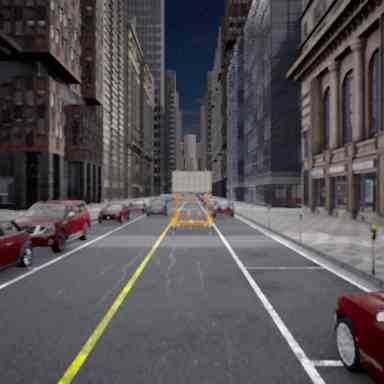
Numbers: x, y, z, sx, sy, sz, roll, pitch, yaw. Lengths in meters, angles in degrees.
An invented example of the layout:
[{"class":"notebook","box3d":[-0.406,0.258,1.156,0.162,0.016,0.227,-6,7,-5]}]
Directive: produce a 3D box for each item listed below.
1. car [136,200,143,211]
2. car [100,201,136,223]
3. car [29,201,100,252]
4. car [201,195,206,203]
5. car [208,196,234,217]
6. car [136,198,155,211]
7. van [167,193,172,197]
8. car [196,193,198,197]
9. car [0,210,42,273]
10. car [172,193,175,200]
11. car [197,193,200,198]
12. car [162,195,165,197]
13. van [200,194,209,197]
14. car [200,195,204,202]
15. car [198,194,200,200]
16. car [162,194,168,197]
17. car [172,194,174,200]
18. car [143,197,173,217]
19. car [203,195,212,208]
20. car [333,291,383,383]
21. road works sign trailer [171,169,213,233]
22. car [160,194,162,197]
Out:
[{"class":"car","box3d":[-5.776,1.573,36.361,1.802,1.307,4.206,0,0,0]},{"class":"car","box3d":[-5.771,1.538,25.158,1.887,1.381,4.507,0,0,0]},{"class":"car","box3d":[-5.765,1.311,13.954,2.192,1.841,5.009,0,0,0]},{"class":"car","box3d":[2.745,1.534,47.577,1.887,1.381,4.507,0,0,0]},{"class":"car","box3d":[2.753,1.432,30.770,1.967,1.590,4.097,0,0,0]},{"class":"car","box3d":[-5.778,1.515,41.793,1.752,1.417,4.829,0,0,0]},{"class":"van","box3d":[-5.789,1.327,69.973,1.690,1.788,3.998,0,0,0]},{"class":"car","box3d":[2.726,1.528,92.394,1.887,1.381,4.507,0,0,0]},{"class":"car","box3d":[-5.763,1.438,8.352,1.967,1.590,4.097,0,0,0]},{"class":"car","box3d":[-5.794,1.425,81.176,1.967,1.590,4.097,0,0,0]},{"class":"car","box3d":[2.733,1.425,75.588,1.967,1.590,4.097,0,0,0]},{"class":"car","box3d":[-5.783,1.533,53.166,1.887,1.381,4.507,0,0,0]},{"class":"van","box3d":[2.741,1.328,58.781,1.690,1.788,3.998,0,0,0]},{"class":"car","box3d":[2.743,1.533,53.179,1.887,1.381,4.507,0,0,0]},{"class":"car","box3d":[2.735,1.530,69.986,1.887,1.381,4.507,0,0,0]},{"class":"car","box3d":[-5.785,1.532,58.769,1.887,1.381,4.507,0,0,0]},{"class":"car","box3d":[-5.792,1.567,75.574,1.802,1.307,4.206,0,0,0]},{"class":"car","box3d":[-3.111,1.496,31.084,1.837,1.490,4.892,0,0,0]},{"class":"car","box3d":[2.747,1.515,42.145,1.752,1.417,4.829,0,0,0]},{"class":"car","box3d":[2.764,1.544,2.760,1.887,1.381,4.507,0,0,0]},{"class":"road works sign trailer","box3d":[-0.008,0.458,19.449,2.380,3.560,2.880,0,0,0]},{"class":"car","box3d":[-5.780,1.429,47.565,1.967,1.590,4.097,0,0,0]}]
